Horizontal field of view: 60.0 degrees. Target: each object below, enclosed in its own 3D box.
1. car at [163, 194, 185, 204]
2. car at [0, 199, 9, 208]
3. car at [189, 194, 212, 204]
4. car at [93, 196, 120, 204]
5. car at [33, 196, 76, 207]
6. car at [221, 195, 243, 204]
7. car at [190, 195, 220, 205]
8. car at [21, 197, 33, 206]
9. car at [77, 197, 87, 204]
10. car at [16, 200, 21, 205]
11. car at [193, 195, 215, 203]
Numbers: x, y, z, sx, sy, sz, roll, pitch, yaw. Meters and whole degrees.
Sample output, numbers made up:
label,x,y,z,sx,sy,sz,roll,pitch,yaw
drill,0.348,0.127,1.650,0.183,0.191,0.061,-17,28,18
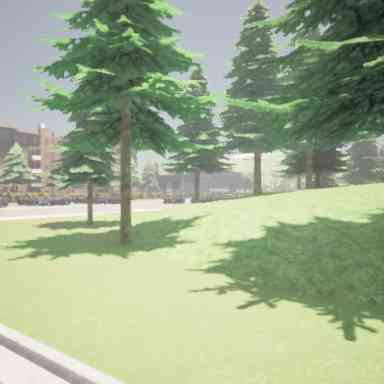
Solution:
label,x,y,z,sx,sy,sz,roll,pitch,yaw
car,-3.213,1.294,60.783,2.097,1.767,4.553,0,0,35
car,-25.928,1.457,42.481,1.812,1.442,4.674,0,0,35
car,1.634,1.300,61.521,2.097,1.767,4.553,0,0,36
car,-14.534,1.435,58.656,1.837,1.490,4.892,0,0,35
car,-20.608,1.422,50.068,2.128,1.511,4.902,0,0,35
car,8.231,1.444,64.912,2.128,1.511,4.902,0,0,35
car,2.285,1.458,56.377,1.837,1.490,4.892,0,0,35
car,-23.504,1.526,52.013,1.895,1.301,4.718,0,0,35
car,-17.708,1.403,60.155,1.882,1.535,5.008,0,0,35
car,-26.056,1.521,54.414,1.895,1.301,4.718,0,0,35
car,2.493,1.431,68.922,2.128,1.511,4.902,0,0,35
